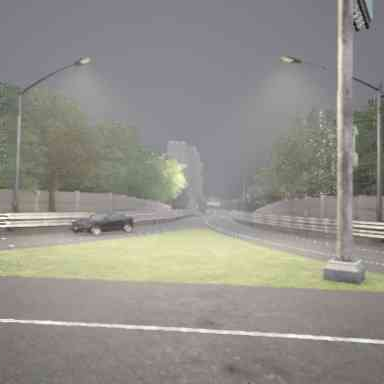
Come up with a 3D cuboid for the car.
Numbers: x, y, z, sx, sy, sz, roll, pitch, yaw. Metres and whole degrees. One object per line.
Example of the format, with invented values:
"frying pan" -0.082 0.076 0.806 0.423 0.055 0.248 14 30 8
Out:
"car" -6.240 2.174 23.594 1.882 1.535 5.008 0 -2 30
